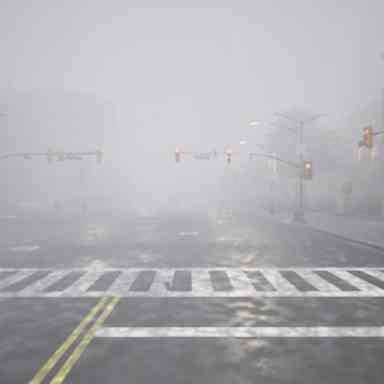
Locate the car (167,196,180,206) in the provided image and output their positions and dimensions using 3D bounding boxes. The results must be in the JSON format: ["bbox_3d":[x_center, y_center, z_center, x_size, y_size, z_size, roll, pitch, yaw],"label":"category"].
[{"bbox_3d":[-3.613,1.735,66.290,2.150,2.045,5.566,0,0,0],"label":"car"}]

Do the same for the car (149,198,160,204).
[{"bbox_3d":[-9.208,2.165,80.895,2.033,1.411,5.357,0,0,-18],"label":"car"}]
